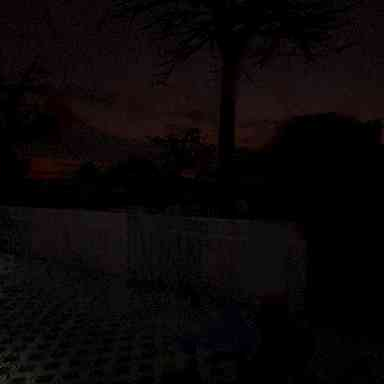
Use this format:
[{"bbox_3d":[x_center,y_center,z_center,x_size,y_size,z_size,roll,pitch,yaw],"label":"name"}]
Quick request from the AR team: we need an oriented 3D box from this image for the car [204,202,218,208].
[{"bbox_3d":[2.882,2.238,49.810,1.994,1.385,4.181,1,-1,37],"label":"car"}]
